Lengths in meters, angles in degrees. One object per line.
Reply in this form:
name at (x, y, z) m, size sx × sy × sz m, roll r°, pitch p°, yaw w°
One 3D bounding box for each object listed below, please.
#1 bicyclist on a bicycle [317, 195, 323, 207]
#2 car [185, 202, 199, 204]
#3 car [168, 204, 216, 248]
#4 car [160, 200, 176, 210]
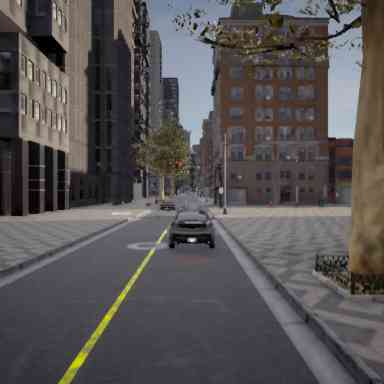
bicyclist on a bicycle at (17.520, 1.282, 45.491) m, size 0.582 × 1.620 × 1.656 m, roll 0°, pitch 0°, yaw 0°
car at (0.000, 1.561, 29.651) m, size 2.033 × 1.411 × 5.357 m, roll 0°, pitch 0°, yaw 0°
car at (0.000, 1.515, 14.651) m, size 1.837 × 1.490 × 4.892 m, roll 0°, pitch 0°, yaw 0°
car at (-3.000, 1.652, 42.150) m, size 1.895 × 1.301 × 4.718 m, roll 0°, pitch 0°, yaw 0°
